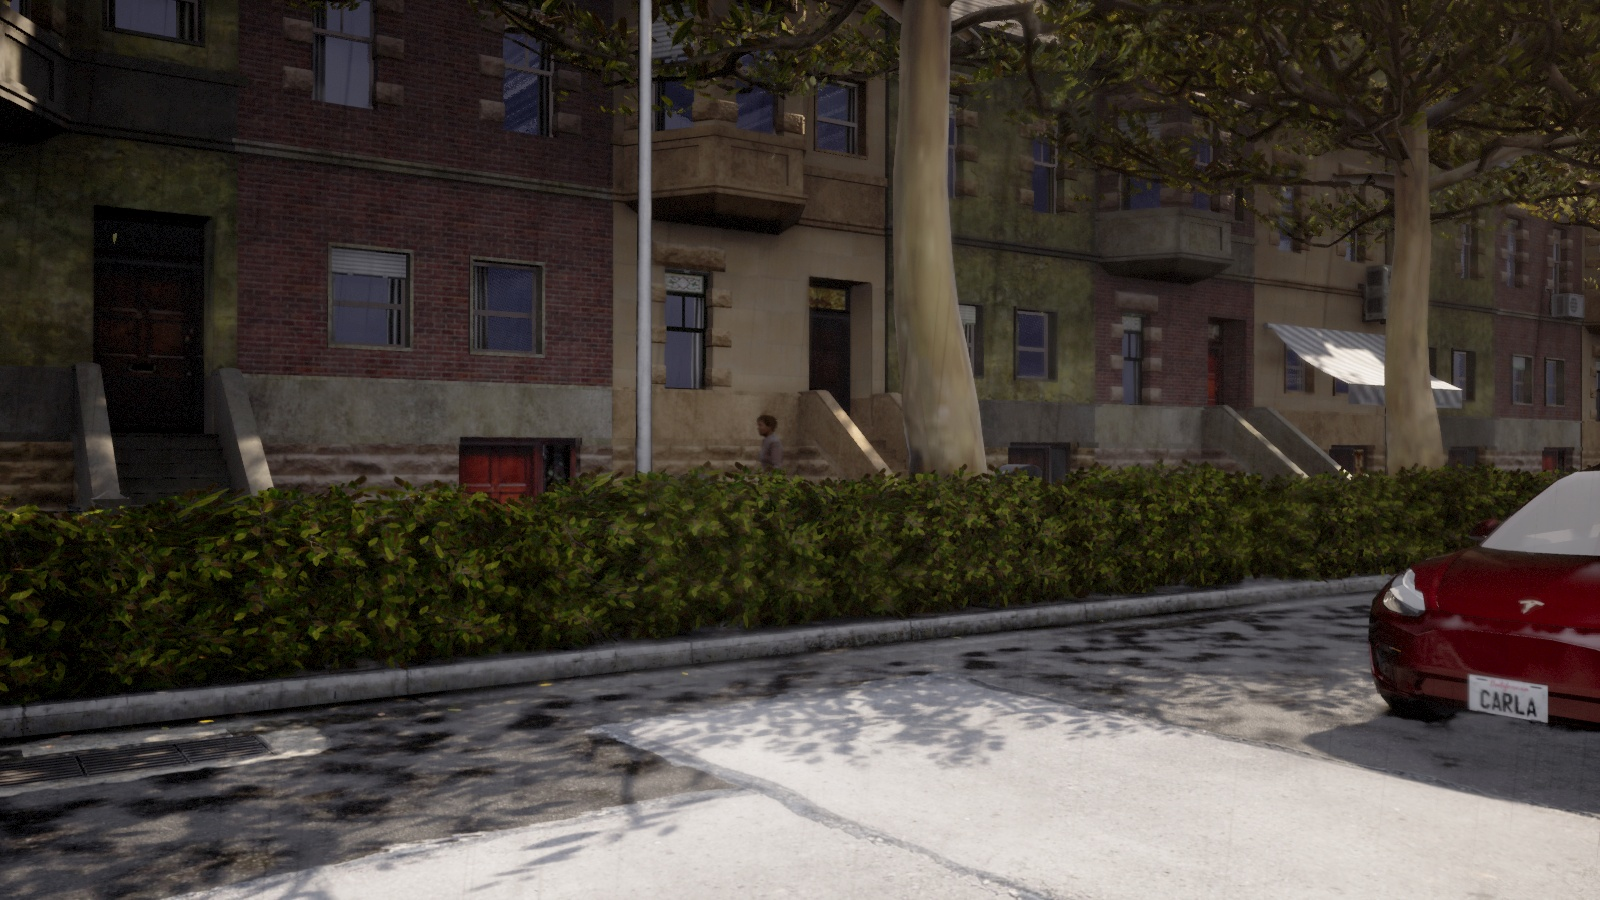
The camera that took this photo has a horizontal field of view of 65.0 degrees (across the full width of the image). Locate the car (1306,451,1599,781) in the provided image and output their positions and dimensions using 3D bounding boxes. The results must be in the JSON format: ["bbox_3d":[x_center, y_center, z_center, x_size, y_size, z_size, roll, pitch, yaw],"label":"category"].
[{"bbox_3d":[5.358,0.751,7.358,4.792,1.488,2.163,0,0,-35],"label":"car"}]

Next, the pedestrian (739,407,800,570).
[{"bbox_3d":[-0.351,0.438,14.536,0.634,1.846,0.331,0,0,-20],"label":"pedestrian"}]
